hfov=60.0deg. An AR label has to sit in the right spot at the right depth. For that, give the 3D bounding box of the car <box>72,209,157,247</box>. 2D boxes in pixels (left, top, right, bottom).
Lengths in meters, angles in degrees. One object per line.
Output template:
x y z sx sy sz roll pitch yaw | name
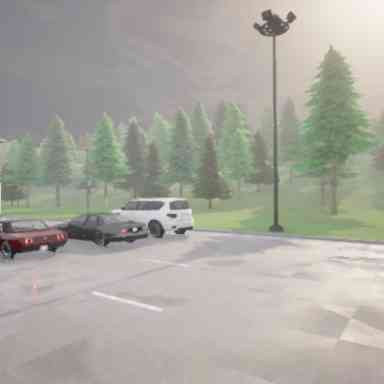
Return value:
-4.476 1.677 15.656 5.357 1.411 2.033 -1 0 36 | car

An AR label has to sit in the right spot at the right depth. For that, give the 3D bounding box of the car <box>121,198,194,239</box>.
-2.496 1.355 18.544 5.566 2.045 2.150 0 0 36 | car

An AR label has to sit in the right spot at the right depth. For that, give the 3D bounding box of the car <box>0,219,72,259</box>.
-7.110 1.737 13.244 4.718 1.301 1.895 -1 0 36 | car
